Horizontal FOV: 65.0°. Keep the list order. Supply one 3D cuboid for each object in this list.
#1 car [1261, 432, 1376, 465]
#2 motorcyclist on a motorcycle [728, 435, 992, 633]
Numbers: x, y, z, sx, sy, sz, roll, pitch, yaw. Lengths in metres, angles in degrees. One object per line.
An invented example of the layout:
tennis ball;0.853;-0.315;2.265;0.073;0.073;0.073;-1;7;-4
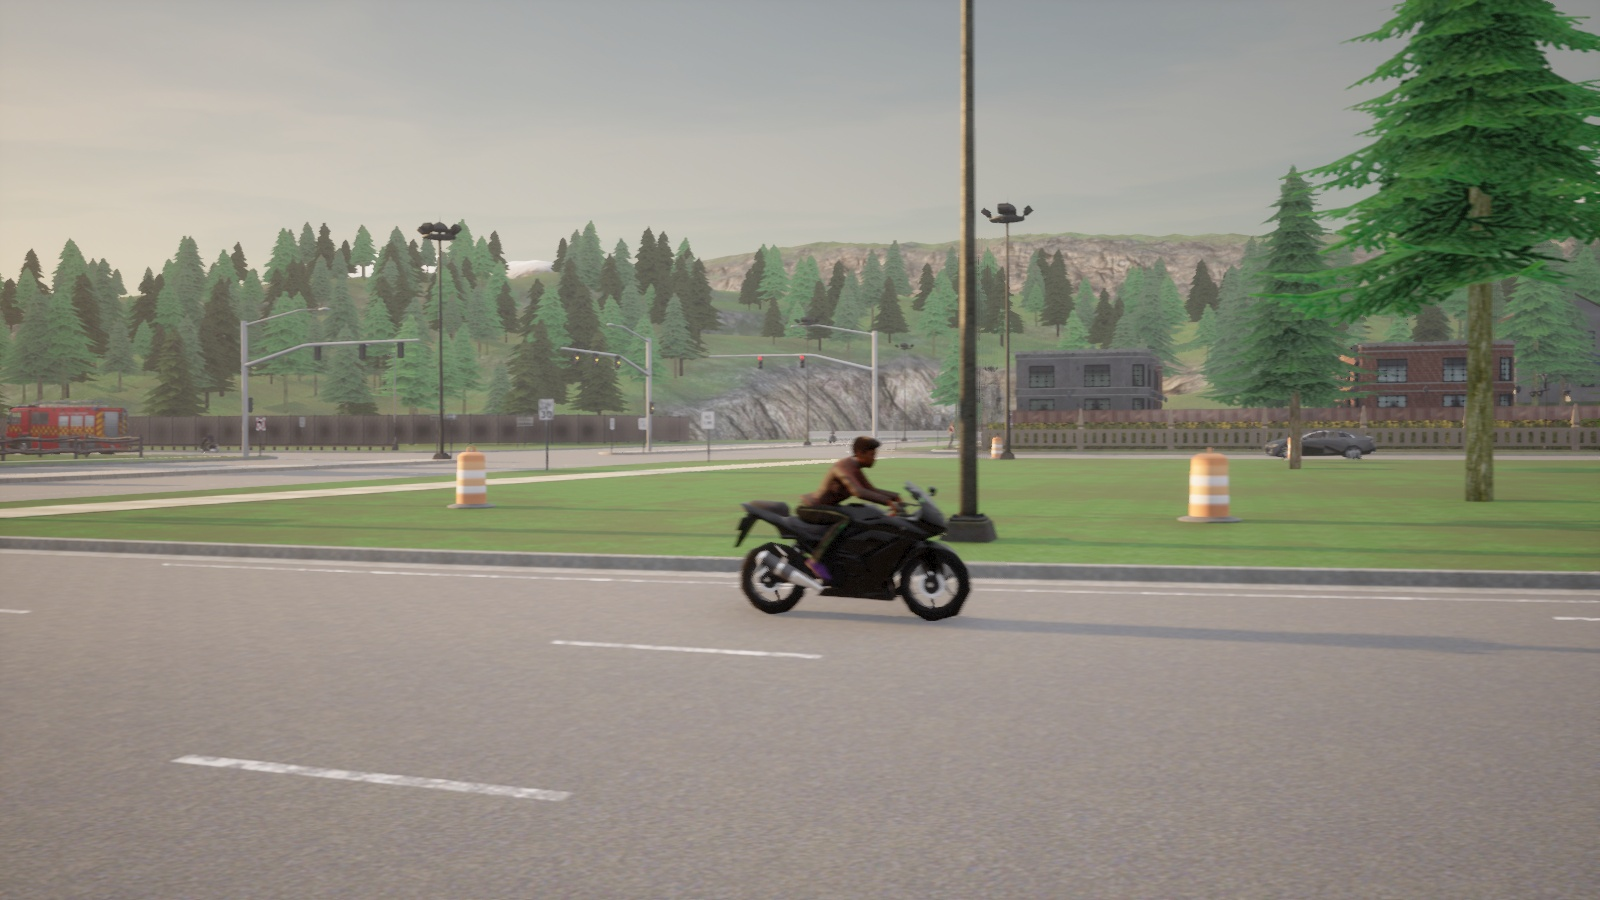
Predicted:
car;24.569;-0.082;59.749;4.902;1.511;2.128;1;1;18
motorcyclist on a motorcycle;0.500;0.645;10.409;2.044;1.523;0.797;0;1;19
